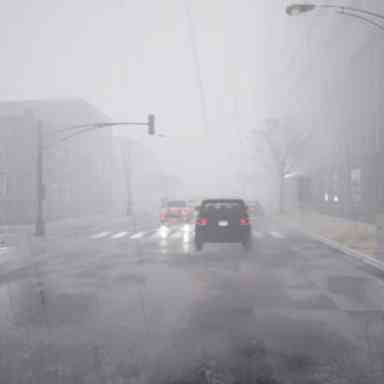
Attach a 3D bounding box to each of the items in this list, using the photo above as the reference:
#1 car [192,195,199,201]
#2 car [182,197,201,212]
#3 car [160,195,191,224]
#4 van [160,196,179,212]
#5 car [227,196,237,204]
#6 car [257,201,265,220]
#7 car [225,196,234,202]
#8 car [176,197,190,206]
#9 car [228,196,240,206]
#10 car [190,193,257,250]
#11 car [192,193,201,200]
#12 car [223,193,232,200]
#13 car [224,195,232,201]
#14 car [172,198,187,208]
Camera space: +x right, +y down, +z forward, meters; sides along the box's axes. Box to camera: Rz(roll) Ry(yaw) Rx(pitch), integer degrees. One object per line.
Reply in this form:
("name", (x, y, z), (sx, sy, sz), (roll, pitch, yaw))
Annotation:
("car", (0.948, 1.575, 89.109), (1.752, 1.417, 4.829), (0, 0, 4))
("car", (0.004, 1.505, 40.490), (1.882, 1.535, 5.008), (-1, 1, 4))
("car", (-1.114, 1.381, 25.238), (2.097, 1.767, 4.553), (-1, 0, 4))
("van", (-2.652, 1.397, 39.599), (1.690, 1.788, 3.998), (0, 0, 4))
("car", (7.322, 1.485, 61.229), (1.752, 1.417, 4.829), (0, 0, 4))
("car", (4.901, 1.404, 27.937), (1.967, 1.590, 4.097), (0, 0, 4))
("car", (8.113, 1.503, 72.100), (1.887, 1.381, 4.507), (0, 0, 4))
("car", (-1.448, 1.619, 56.159), (1.947, 1.339, 4.313), (0, 0, 4))
("car", (6.921, 1.486, 55.709), (1.752, 1.417, 4.829), (0, 0, 4))
("car", (1.303, 1.216, 14.394), (2.150, 2.045, 5.566), (-1, 0, 4))
("car", (1.363, 1.364, 94.798), (2.192, 1.841, 5.009), (0, 0, 4))
("car", (9.318, 1.271, 88.661), (2.192, 1.841, 5.009), (0, 0, 4))
("car", (8.928, 1.482, 83.309), (1.752, 1.417, 4.829), (0, 0, 4))
("car", (-1.850, 1.636, 50.639), (1.802, 1.307, 4.206), (0, 0, 4))
